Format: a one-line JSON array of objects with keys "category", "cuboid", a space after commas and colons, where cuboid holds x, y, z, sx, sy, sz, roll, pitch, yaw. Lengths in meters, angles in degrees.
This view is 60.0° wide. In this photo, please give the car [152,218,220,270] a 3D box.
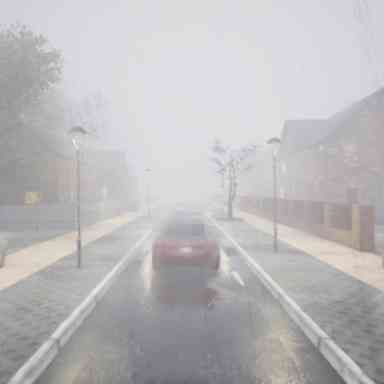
[{"category": "car", "cuboid": [-0.196, 1.539, 11.010, 1.994, 1.385, 4.181, -1, 0, -1]}]
